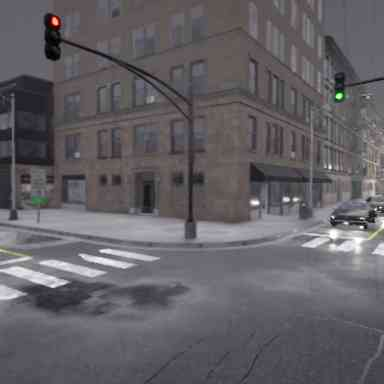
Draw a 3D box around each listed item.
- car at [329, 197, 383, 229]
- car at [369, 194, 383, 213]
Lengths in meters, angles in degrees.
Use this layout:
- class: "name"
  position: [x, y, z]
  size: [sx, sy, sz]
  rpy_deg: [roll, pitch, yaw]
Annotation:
- class: "car"
  position: [9.658, 1.226, 19.635]
  size: [2.033, 1.411, 5.357]
  rpy_deg: [1, 1, 36]
- class: "car"
  position: [15.397, 1.072, 27.613]
  size: [1.837, 1.490, 4.892]
  rpy_deg: [1, 1, 36]
